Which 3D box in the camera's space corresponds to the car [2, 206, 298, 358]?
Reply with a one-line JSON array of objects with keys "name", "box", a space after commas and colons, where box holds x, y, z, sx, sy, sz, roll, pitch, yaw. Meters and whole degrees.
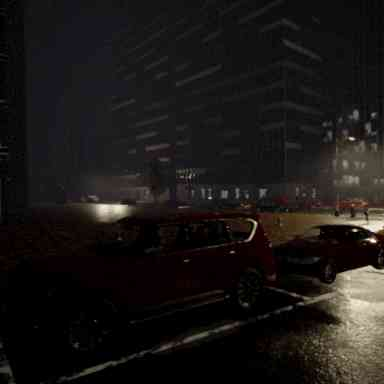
[{"name": "car", "box": [-0.597, 1.314, 6.157, 5.009, 1.841, 2.192, 0, -1, -35]}]

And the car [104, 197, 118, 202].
[{"name": "car", "box": [-20.883, 1.924, 88.423, 1.947, 1.339, 4.313, -2, 1, -41]}]

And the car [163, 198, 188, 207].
[{"name": "car", "box": [-3.002, 1.838, 58.963, 2.033, 1.411, 5.357, -2, 1, -40]}]

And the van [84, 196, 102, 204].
[{"name": "van", "box": [-23.532, 1.843, 78.660, 1.690, 1.788, 3.998, -2, 1, -41]}]

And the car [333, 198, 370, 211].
[{"name": "car", "box": [19.724, 1.453, 41.377, 1.967, 1.590, 4.097, -2, 1, -41]}]

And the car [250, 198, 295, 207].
[{"name": "car", "box": [9.642, 1.785, 40.222, 1.947, 1.339, 4.313, -2, 1, -41]}]

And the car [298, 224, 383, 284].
[{"name": "car", "box": [3.986, 1.579, 9.421, 4.206, 1.307, 1.802, 0, -1, -35]}]

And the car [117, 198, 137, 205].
[{"name": "car", "box": [-12.471, 1.991, 65.850, 1.802, 1.307, 4.206, -2, 1, -41]}]

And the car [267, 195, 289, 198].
[{"name": "car", "box": [12.335, 1.392, 49.926, 2.192, 1.841, 5.009, -2, 1, -41]}]

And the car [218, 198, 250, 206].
[{"name": "car", "box": [5.954, 1.691, 44.492, 1.967, 1.590, 4.097, -2, 1, -41]}]

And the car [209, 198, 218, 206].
[{"name": "car", "box": [4.959, 1.706, 58.485, 1.947, 1.339, 4.313, -2, 1, -41]}]

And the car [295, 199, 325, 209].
[{"name": "car", "box": [16.035, 1.627, 45.654, 1.802, 1.307, 4.206, -2, 1, -41]}]

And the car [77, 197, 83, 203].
[{"name": "car", "box": [-27.104, 2.057, 82.805, 1.752, 1.417, 4.829, -2, 1, -41]}]
